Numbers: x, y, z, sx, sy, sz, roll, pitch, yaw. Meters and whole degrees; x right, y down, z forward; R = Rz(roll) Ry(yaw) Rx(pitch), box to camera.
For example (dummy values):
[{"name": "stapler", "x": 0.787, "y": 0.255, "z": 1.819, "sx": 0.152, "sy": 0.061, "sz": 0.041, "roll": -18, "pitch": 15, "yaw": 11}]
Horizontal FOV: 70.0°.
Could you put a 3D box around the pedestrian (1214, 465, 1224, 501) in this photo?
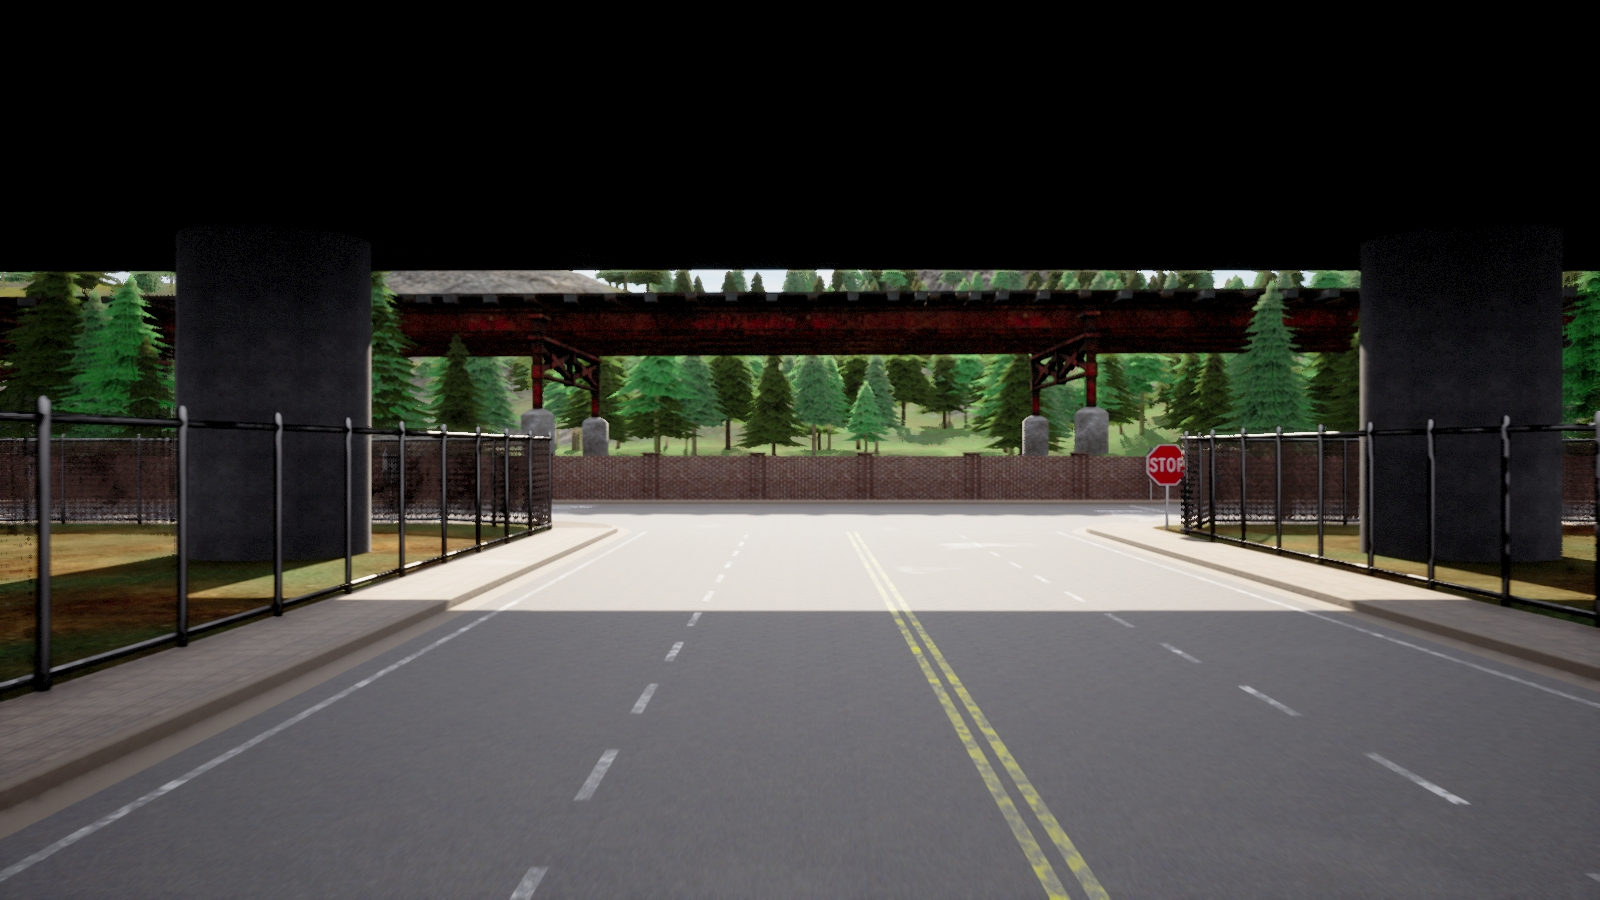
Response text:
[{"name": "pedestrian", "x": 21.564, "y": 1.695, "z": 58.849, "sx": 0.375, "sy": 1.860, "sz": 0.375, "roll": 0, "pitch": 0, "yaw": -2}]
